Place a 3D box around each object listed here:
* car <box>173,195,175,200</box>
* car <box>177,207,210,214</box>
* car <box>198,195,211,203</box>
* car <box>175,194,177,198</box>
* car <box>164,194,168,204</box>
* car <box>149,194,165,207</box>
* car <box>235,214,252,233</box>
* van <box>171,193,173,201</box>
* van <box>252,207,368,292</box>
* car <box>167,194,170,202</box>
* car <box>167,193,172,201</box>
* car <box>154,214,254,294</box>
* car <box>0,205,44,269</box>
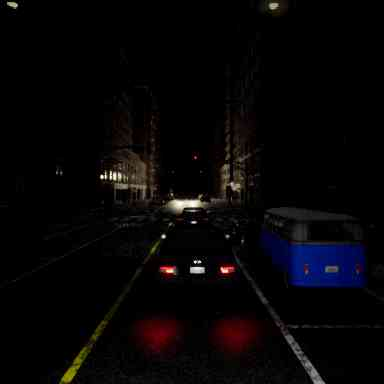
[{"bbox_3d":[-5.704,1.516,79.530,2.008,1.369,4.403,0,0,0],"label":"car"},{"bbox_3d":[0.093,1.557,19.220,1.994,1.385,4.181,0,0,0],"label":"car"},{"bbox_3d":[2.825,1.404,68.668,1.967,1.590,4.097,0,0,0],"label":"car"},{"bbox_3d":[-5.707,1.282,84.981,2.192,1.841,5.009,0,0,0],"label":"car"},{"bbox_3d":[-5.694,1.516,57.727,2.008,1.369,4.403,0,0,0],"label":"car"},{"bbox_3d":[-5.692,1.493,52.106,1.752,1.417,4.829,0,0,0],"label":"car"},{"bbox_3d":[2.850,1.562,14.292,1.947,1.339,4.313,0,0,0],"label":"car"},{"bbox_3d":[-5.702,1.305,74.079,1.690,1.788,3.998,0,0,0],"label":"van"},{"bbox_3d":[2.851,1.339,8.631,1.690,1.788,3.998,0,0,0],"label":"van"},{"bbox_3d":[-5.697,1.509,63.178,1.887,1.381,4.507,0,0,0],"label":"car"},{"bbox_3d":[-5.699,1.508,68.629,1.887,1.381,4.507,0,0,0],"label":"car"},{"bbox_3d":[0.097,1.546,8.900,2.033,1.411,5.357,0,0,0],"label":"car"},{"bbox_3d":[-5.673,1.313,8.588,2.192,1.841,5.009,0,0,0],"label":"car"}]
